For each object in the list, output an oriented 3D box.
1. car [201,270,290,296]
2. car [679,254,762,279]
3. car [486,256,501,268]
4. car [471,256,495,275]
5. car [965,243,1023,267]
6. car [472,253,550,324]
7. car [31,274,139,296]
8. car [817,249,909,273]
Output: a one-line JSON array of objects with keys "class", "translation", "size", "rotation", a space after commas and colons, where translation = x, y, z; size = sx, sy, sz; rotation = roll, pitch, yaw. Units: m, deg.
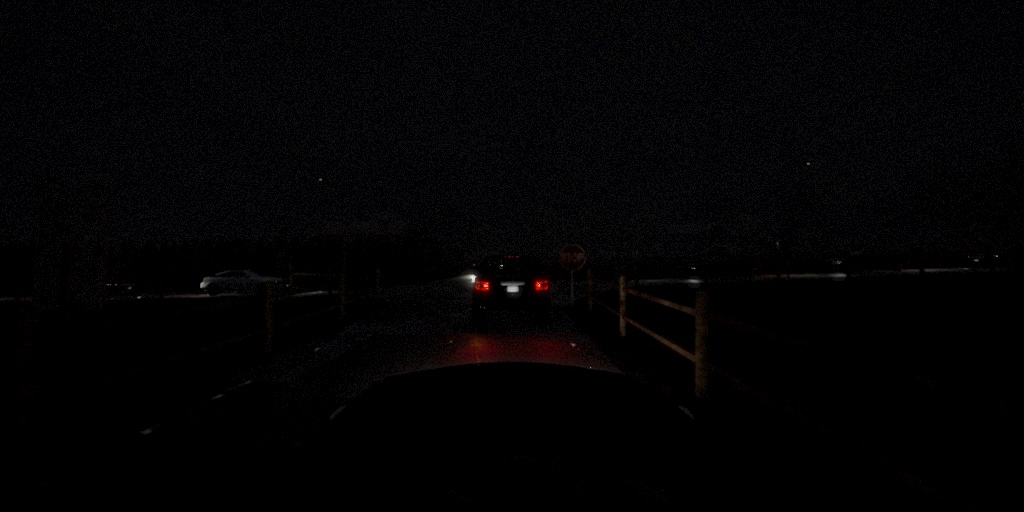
[{"class": "car", "translation": [-15.389, 1.507, 20.876], "size": [4.674, 1.442, 1.812], "rotation": [-1, -2, 0]}, {"class": "car", "translation": [13.737, 0.681, 23.819], "size": [5.008, 1.535, 1.882], "rotation": [-2, -2, -1]}, {"class": "car", "translation": [-2.825, 0.832, 55.606], "size": [2.097, 1.767, 4.553], "rotation": [0, 0, 0]}, {"class": "car", "translation": [-2.850, 0.935, 36.346], "size": [2.097, 1.767, 4.553], "rotation": [0, 0, 0]}, {"class": "car", "translation": [33.284, -0.058, 23.849], "size": [4.902, 1.511, 2.128], "rotation": [-2, -2, 0]}, {"class": "car", "translation": [-0.154, 0.930, 11.902], "size": [2.150, 2.045, 5.566], "rotation": [0, 0, -4]}, {"class": "car", "translation": [-24.718, 1.673, 20.878], "size": [4.902, 1.511, 2.128], "rotation": [-1, -2, 0]}, {"class": "car", "translation": [23.215, 0.320, 23.850], "size": [5.008, 1.535, 1.882], "rotation": [-2, -2, 0]}]
